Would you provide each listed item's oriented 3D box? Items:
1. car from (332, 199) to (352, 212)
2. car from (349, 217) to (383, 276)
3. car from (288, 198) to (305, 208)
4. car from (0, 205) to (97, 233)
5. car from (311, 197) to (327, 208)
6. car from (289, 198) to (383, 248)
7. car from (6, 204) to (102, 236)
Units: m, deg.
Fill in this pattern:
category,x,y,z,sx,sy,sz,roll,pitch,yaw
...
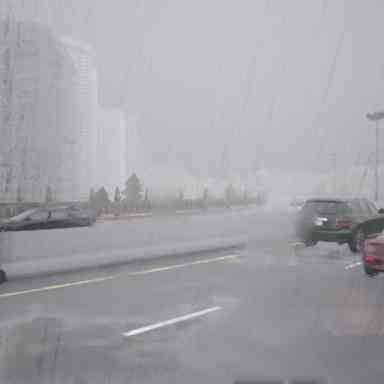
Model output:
category,x,y,z,sx,sy,sz,roll,pitch,yaw
car,18.969,1.657,42.004,1.994,1.385,4.181,0,0,28
car,6.367,1.543,9.224,4.674,1.442,1.812,0,0,-41
car,16.940,1.680,53.685,2.033,1.411,5.357,0,0,23
car,-7.417,1.544,16.145,5.008,1.535,1.882,0,0,-39
car,19.345,1.596,50.553,1.882,1.535,5.008,0,0,24
car,6.647,1.253,14.218,5.566,2.045,2.150,0,0,-44
car,-8.203,1.571,20.005,4.902,1.511,2.128,0,0,-40
